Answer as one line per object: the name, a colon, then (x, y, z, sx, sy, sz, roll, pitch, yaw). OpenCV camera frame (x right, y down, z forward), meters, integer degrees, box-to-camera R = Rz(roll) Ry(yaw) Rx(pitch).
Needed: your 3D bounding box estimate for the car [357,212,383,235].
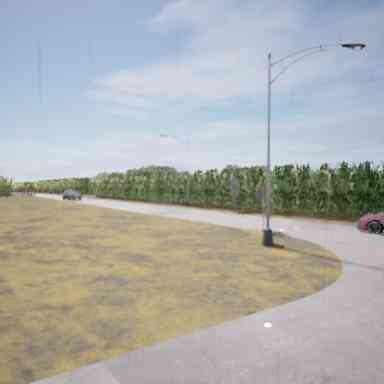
car: (10.369, 1.397, 16.117, 4.181, 1.385, 1.994, 1, 2, 31)

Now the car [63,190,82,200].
car: (-18.180, 0.460, 50.372, 2.128, 1.511, 4.902, 0, 1, -35)
